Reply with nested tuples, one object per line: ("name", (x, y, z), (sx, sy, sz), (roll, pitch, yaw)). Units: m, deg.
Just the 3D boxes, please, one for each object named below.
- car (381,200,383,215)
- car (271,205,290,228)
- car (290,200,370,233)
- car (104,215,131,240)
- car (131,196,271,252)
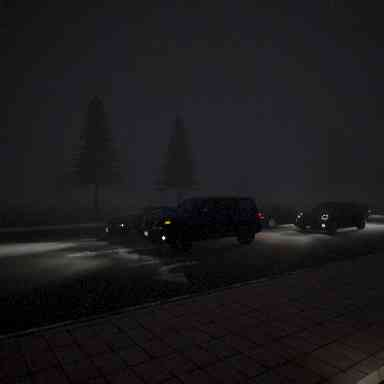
("car", (20.780, 1.505, 32.822), (4.892, 1.490, 1.837), (0, 0, -35))
("car", (5.350, 1.564, 21.921), (4.181, 1.385, 1.994), (0, 0, -36))
("car", (8.252, 1.352, 19.685), (4.553, 1.767, 2.097), (0, 0, -35))
("car", (-1.911, 1.492, 16.740), (4.902, 1.511, 2.128), (0, 0, -35))
("car", (0.538, 1.221, 14.195), (5.566, 2.045, 2.150), (0, 0, -34))
